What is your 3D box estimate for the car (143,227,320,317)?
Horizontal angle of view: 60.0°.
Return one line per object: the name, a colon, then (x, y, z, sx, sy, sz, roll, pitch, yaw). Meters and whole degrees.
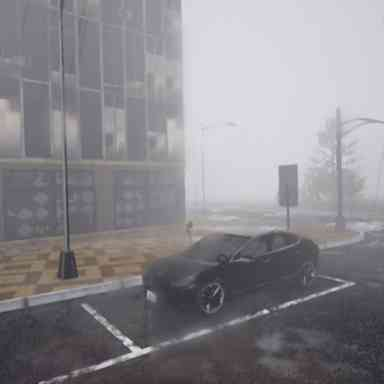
car: (1.034, 1.492, 7.310, 4.313, 1.339, 1.947, -1, 0, -36)
